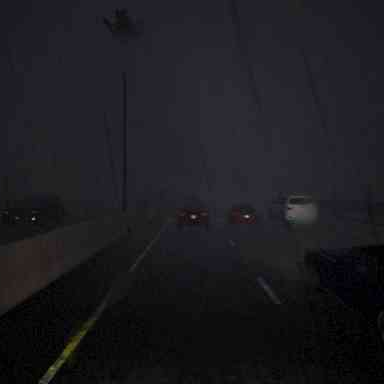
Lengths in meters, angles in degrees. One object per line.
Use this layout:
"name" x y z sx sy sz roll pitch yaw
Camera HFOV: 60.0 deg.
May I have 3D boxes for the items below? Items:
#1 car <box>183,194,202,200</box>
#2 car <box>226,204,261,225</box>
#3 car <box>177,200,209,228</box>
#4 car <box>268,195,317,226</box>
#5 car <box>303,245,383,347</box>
"car" 0.076 1.226 40.644 2.150 2.045 5.566 0 0 0
"car" 3.594 1.566 23.820 1.994 1.385 4.181 0 0 0
"car" 0.095 1.505 22.008 2.163 1.488 4.792 0 0 0
"car" 7.082 1.223 23.844 2.150 2.045 5.566 0 0 0
"car" 3.598 1.601 5.922 1.895 1.301 4.718 0 0 0
